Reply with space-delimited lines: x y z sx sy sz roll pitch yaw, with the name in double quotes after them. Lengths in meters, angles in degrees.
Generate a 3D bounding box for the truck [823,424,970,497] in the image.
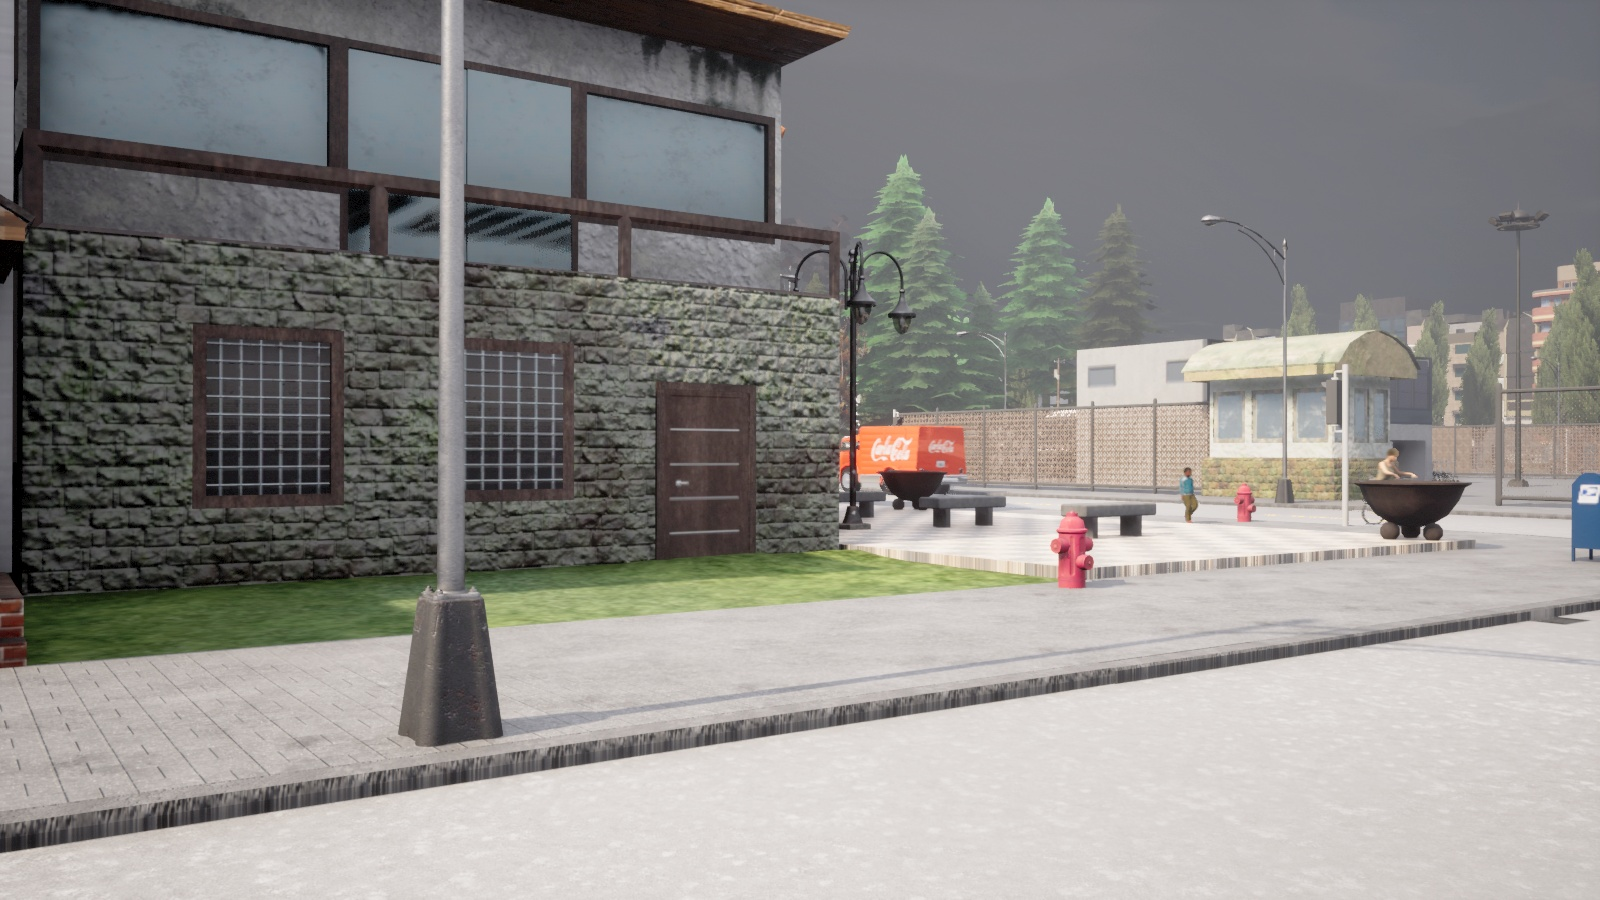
3.416 0.363 45.584 2.627 2.467 5.204 0 0 -35 "truck"

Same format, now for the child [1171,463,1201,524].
7.594 0.845 24.688 0.343 1.192 0.448 0 0 -29 "child"

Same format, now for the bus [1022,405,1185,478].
18.819 -0.482 77.448 10.273 4.253 3.944 0 0 -35 "bus"

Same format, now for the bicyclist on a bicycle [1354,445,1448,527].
12.316 0.718 25.779 0.866 1.612 1.509 0 0 -35 "bicyclist on a bicycle"
